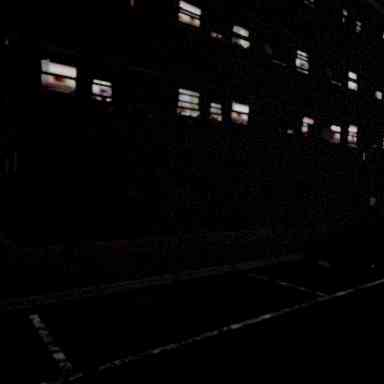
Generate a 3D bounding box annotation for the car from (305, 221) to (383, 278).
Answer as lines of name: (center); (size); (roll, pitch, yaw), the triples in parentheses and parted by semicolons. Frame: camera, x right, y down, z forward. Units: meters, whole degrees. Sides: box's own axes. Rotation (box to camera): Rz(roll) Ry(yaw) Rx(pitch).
car: (5.407, 1.624, 10.410); (4.313, 1.339, 1.947); (0, 0, -35)
